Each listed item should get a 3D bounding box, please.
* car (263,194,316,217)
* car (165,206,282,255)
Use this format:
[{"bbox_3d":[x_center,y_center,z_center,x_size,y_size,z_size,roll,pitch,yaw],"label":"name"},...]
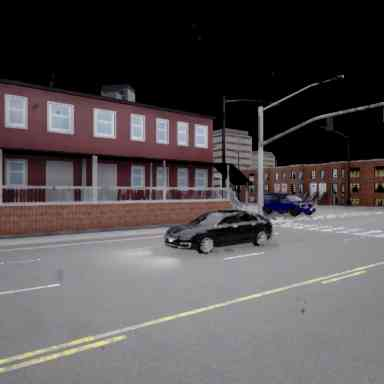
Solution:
[{"bbox_3d":[9.138,1.221,32.028,2.150,2.045,5.566,0,0,-33],"label":"car"},{"bbox_3d":[1.209,1.505,13.460,4.892,1.490,1.837,0,0,-36],"label":"car"}]
